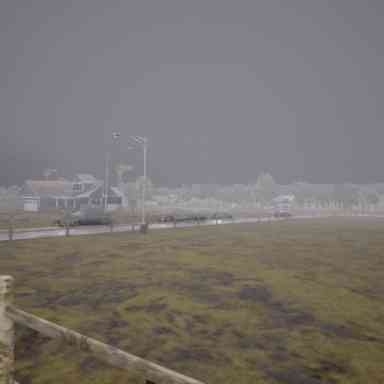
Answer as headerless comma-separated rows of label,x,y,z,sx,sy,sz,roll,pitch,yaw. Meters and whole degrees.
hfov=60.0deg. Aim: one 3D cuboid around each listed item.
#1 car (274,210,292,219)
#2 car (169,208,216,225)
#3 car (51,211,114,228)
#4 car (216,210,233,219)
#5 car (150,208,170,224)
car,16.299,3.914,59.190,1.882,1.535,5.008,0,-3,35
car,0.163,2.744,36.390,2.128,1.511,4.902,0,-2,35
car,-9.152,2.320,28.334,2.033,1.411,5.357,0,-2,35
car,4.170,3.282,47.107,1.994,1.385,4.181,0,-3,35
car,-2.598,2.582,37.594,2.097,1.767,4.553,0,-2,35
